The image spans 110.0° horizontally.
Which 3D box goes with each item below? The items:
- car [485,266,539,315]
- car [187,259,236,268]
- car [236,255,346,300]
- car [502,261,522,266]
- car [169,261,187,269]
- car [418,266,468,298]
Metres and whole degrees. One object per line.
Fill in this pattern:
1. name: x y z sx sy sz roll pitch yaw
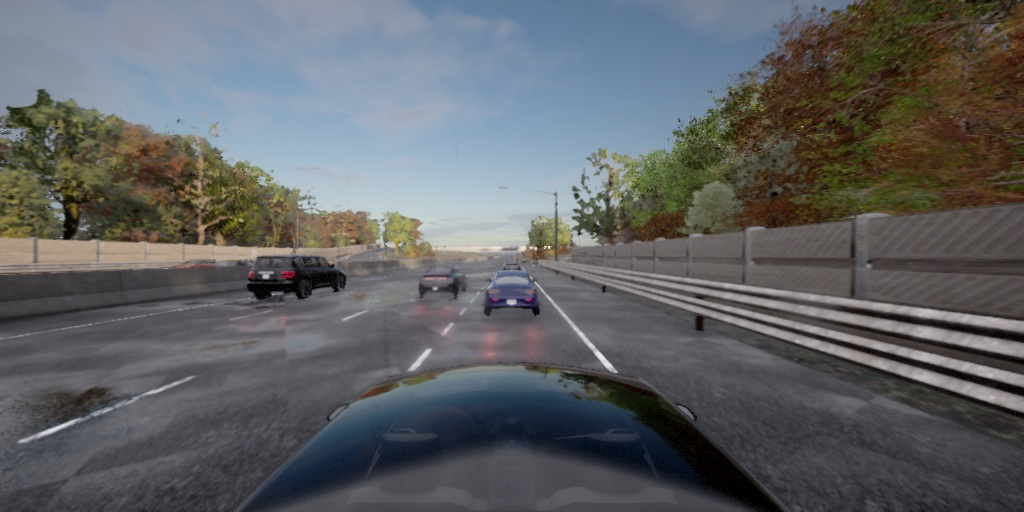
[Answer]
1. car: -0.001 1.264 13.458 1.812 1.442 4.674 0 0 0
2. car: -21.075 1.087 26.896 2.097 1.767 4.553 0 0 0
3. car: -10.402 0.957 17.838 2.150 2.045 5.566 0 0 0
4. car: -0.001 1.234 39.421 2.128 1.511 4.902 0 0 0
5. car: -31.573 1.092 35.887 2.097 1.767 4.553 0 0 0
6. car: -3.397 1.227 18.294 2.128 1.511 4.902 0 0 0
